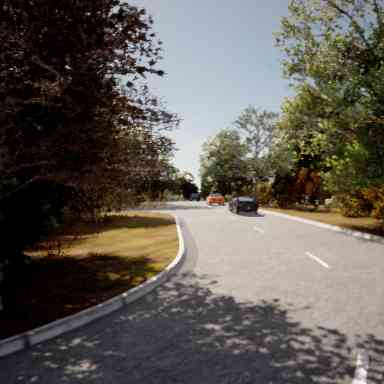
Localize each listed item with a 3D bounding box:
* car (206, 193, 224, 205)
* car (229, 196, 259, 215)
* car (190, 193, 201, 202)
[{"bbox_3d":[3.323,0.989,47.950,2.097,1.767,4.553,1,0,-4],"label":"car"},{"bbox_3d":[4.540,1.138,29.843,1.882,1.535,5.008,1,0,-4],"label":"car"},{"bbox_3d":[0.775,1.353,83.512,2.150,2.045,5.566,1,-1,-8],"label":"car"}]
